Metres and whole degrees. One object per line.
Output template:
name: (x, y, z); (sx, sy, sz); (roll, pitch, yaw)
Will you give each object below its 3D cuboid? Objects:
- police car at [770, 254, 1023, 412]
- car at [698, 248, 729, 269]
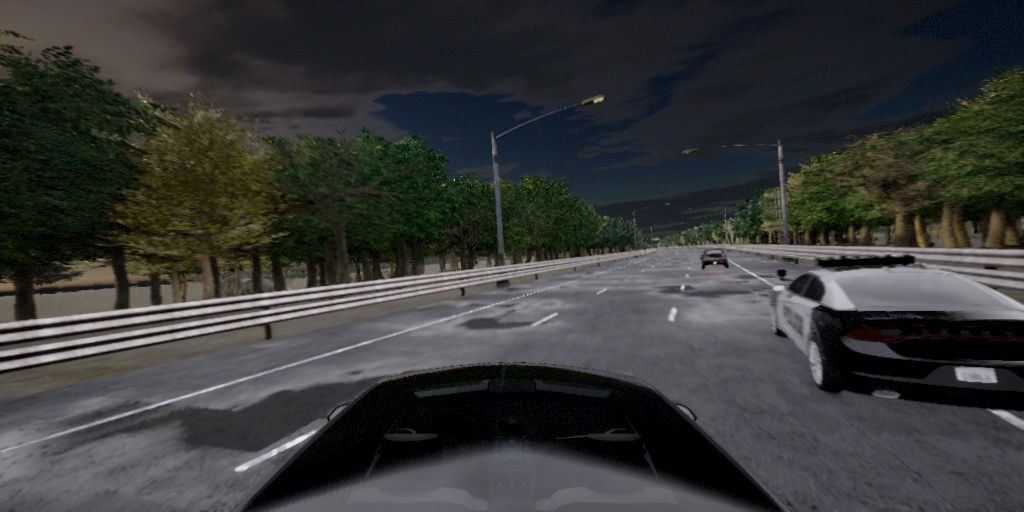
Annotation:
police car: (5.445, 0.812, 5.597); (1.930, 1.638, 5.238); (-4, 0, 28)
car: (16.375, 0.178, 29.127); (1.837, 1.490, 4.892); (-4, 0, 28)
